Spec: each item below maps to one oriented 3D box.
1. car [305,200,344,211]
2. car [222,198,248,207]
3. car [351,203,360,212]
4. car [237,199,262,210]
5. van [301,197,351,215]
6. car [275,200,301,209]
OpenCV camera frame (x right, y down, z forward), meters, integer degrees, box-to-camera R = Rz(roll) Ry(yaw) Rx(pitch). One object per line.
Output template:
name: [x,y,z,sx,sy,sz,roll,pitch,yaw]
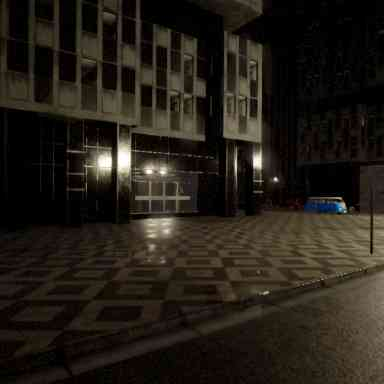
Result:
car: [17.339,1.749,43.665,2.008,1.369,4.403,0,0,-36]
car: [7.391,1.839,57.594,1.752,1.417,4.829,0,0,-36]
car: [20.622,1.725,39.068,1.947,1.339,4.313,0,0,-36]
car: [7.124,1.706,43.301,1.887,1.381,4.507,0,0,-36]
van: [13.690,1.425,34.108,1.690,1.788,3.998,0,0,-36]
car: [14.056,1.818,48.262,1.802,1.307,4.206,0,0,-36]
